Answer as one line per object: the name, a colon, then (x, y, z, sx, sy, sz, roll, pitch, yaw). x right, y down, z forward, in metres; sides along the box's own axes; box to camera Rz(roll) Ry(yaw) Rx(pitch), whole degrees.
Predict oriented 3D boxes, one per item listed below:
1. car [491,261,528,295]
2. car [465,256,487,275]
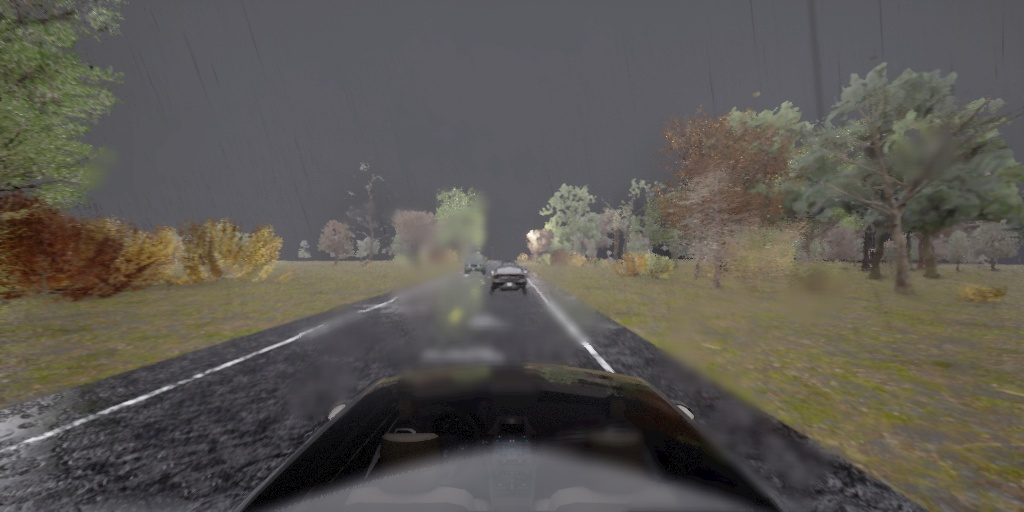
car: (-0.159, 1.223, 19.996, 1.882, 1.535, 5.008, 0, 0, -1)
car: (-4.015, 1.000, 40.616, 2.150, 2.045, 5.566, 0, 0, -1)
